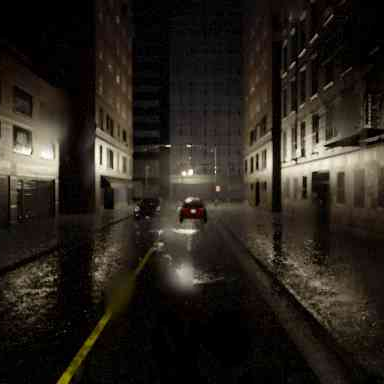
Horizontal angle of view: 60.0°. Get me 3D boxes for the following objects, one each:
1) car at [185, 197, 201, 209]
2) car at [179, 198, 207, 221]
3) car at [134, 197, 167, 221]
[{"bbox_3d":[0.088,1.341,41.745,1.895,1.301,4.718,0,0,0],"label":"car"},{"bbox_3d":[0.093,1.333,25.044,2.163,1.488,4.792,0,0,0],"label":"car"},{"bbox_3d":[-3.089,1.179,25.402,2.097,1.767,4.553,0,0,0],"label":"car"}]
